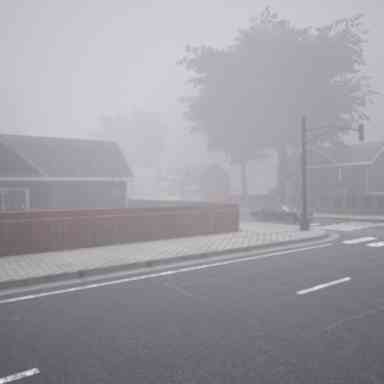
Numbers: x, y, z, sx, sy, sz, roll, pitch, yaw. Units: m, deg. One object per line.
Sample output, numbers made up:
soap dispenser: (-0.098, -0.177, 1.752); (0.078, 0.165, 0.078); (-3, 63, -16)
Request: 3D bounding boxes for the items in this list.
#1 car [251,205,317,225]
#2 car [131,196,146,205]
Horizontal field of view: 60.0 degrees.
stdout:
car: (6.391, 1.560, 23.520); (1.895, 1.301, 4.718); (-1, 0, -30)
car: (-8.956, 1.482, 54.527); (2.097, 1.767, 4.553); (-1, 0, -28)
